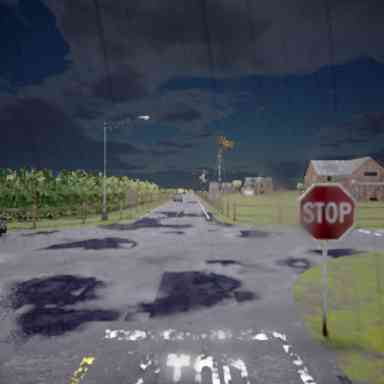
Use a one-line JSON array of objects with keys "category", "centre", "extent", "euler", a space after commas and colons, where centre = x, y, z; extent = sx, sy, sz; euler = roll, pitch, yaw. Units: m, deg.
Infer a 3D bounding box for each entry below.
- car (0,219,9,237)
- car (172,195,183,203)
[{"category": "car", "centre": [-11.002, 1.600, 15.787], "extent": [4.181, 1.385, 1.994], "euler": [-1, 1, 12]}, {"category": "car", "centre": [-2.754, 1.257, 62.955], "extent": [2.033, 1.411, 5.357], "euler": [0, 0, 0]}]
